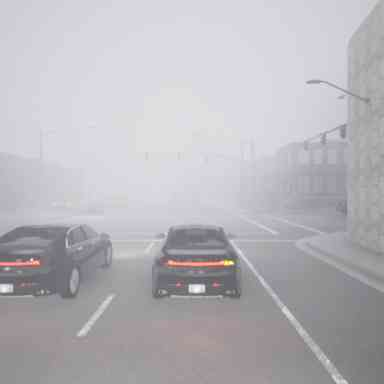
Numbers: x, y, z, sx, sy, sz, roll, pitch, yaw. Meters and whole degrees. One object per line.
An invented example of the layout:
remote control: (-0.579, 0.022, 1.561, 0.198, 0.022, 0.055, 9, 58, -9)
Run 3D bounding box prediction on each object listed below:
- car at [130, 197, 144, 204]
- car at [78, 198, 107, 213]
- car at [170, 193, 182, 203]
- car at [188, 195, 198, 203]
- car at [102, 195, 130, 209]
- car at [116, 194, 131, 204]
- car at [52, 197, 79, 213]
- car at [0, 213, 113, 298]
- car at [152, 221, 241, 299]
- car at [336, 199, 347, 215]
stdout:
car: (-10.358, 1.579, 62.937, 2.033, 1.411, 5.357, 0, 0, 1)
car: (-9.814, 1.581, 33.126, 1.994, 1.385, 4.181, 0, 0, -12)
car: (-3.294, 1.255, 68.246, 2.150, 2.045, 5.566, 0, 0, 0)
car: (0.206, 1.386, 68.179, 2.097, 1.767, 4.553, 0, 0, 0)
car: (-10.457, 1.374, 45.918, 2.097, 1.767, 4.553, 0, 0, 0)
car: (-13.799, 1.397, 67.670, 2.097, 1.767, 4.553, 0, 0, 0)
car: (-13.988, 1.371, 37.568, 2.097, 1.767, 4.553, 0, 0, 0)
car: (-3.396, 1.509, 8.484, 1.837, 1.490, 4.892, 0, 0, 0)
car: (0.104, 1.509, 8.468, 1.837, 1.490, 4.892, 0, 0, 0)
car: (14.904, 0.778, 27.510, 5.566, 2.045, 2.150, -5, 0, 0)
